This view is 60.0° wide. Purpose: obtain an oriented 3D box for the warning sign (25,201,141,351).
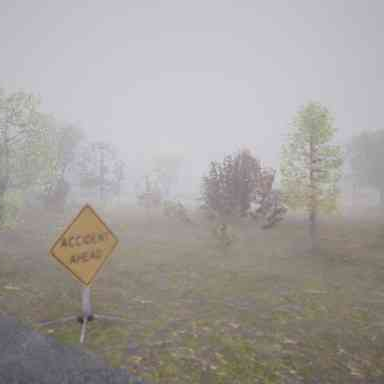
[{"bbox_3d":[-1.624,1.094,5.082,1.060,1.860,1.300,0,0,35],"label":"warning sign"}]
